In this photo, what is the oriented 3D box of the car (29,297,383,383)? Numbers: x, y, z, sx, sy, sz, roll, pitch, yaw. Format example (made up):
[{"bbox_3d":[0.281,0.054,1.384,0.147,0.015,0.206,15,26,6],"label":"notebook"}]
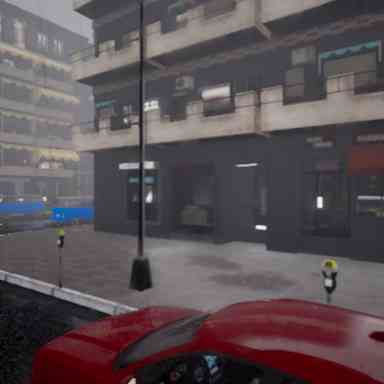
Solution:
[{"bbox_3d":[0.559,1.544,2.469,4.507,1.381,1.887,0,0,35],"label":"car"}]

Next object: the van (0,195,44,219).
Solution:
[{"bbox_3d":[-13.782,1.104,26.228,1.690,1.788,3.998,1,2,35],"label":"van"}]

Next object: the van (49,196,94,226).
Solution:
[{"bbox_3d":[-6.945,1.146,21.382,1.690,1.788,3.998,1,2,35],"label":"van"}]

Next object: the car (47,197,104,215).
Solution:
[{"bbox_3d":[-10.657,1.213,30.674,1.752,1.417,4.829,1,2,35],"label":"car"}]

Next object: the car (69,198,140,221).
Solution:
[{"bbox_3d":[-6.781,1.281,26.334,2.033,1.411,5.357,0,1,36],"label":"car"}]
